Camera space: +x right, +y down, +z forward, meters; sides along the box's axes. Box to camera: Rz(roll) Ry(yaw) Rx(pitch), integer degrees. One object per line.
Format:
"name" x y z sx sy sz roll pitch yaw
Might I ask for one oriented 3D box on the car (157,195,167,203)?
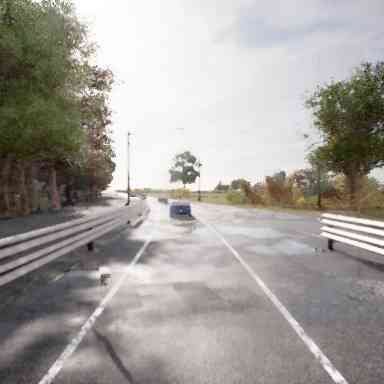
"car" -5.994 1.474 67.234 1.837 1.490 4.892 0 0 -11

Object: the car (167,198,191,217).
"car" -1.169 1.494 31.494 1.882 1.535 5.008 0 0 -5
